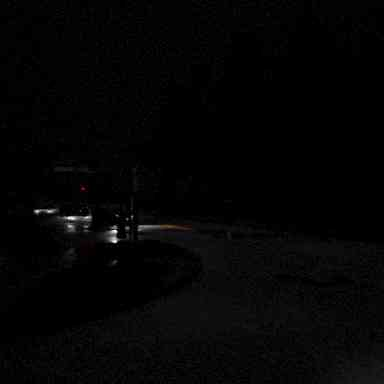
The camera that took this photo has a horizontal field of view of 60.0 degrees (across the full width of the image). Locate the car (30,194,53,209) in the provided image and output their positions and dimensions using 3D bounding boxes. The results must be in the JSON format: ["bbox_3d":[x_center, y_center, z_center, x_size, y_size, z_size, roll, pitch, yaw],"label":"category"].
[{"bbox_3d":[-20.828,1.251,45.864,2.150,2.045,5.566,0,-1,-35],"label":"car"}]

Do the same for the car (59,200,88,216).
[{"bbox_3d":[-11.748,1.531,32.869,1.837,1.490,4.892,0,0,-35],"label":"car"}]

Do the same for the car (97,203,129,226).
[{"bbox_3d":[-5.649,1.552,24.224,1.812,1.442,4.674,0,0,-35],"label":"car"}]
